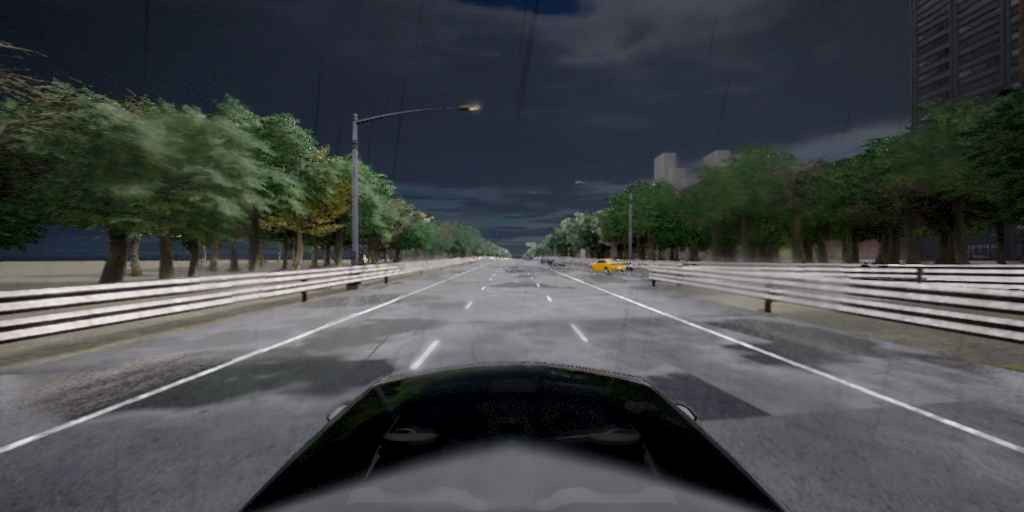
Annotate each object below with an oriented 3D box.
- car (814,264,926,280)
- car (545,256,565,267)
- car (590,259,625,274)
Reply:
[{"bbox_3d":[18.068,1.117,18.366,1.994,1.385,4.181,0,-1,-30],"label":"car"},{"bbox_3d":[7.163,1.027,57.782,1.994,1.385,4.181,0,0,-7],"label":"car"},{"bbox_3d":[10.276,1.066,39.012,1.882,1.535,5.008,0,0,-17],"label":"car"}]
